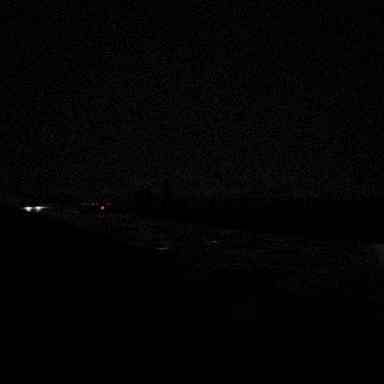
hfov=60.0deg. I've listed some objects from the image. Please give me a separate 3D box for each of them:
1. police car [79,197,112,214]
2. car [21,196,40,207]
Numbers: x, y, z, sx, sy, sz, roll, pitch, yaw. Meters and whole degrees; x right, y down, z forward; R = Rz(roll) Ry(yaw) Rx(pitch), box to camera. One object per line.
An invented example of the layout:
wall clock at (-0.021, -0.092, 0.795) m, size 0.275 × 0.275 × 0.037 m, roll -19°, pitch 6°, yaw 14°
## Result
police car at (-9.583, 1.299, 32.479) m, size 2.038 × 1.542 × 4.974 m, roll -2°, pitch 1°, yaw -34°
car at (-22.814, 1.312, 46.895) m, size 2.033 × 1.411 × 5.357 m, roll -2°, pitch 1°, yaw -34°
